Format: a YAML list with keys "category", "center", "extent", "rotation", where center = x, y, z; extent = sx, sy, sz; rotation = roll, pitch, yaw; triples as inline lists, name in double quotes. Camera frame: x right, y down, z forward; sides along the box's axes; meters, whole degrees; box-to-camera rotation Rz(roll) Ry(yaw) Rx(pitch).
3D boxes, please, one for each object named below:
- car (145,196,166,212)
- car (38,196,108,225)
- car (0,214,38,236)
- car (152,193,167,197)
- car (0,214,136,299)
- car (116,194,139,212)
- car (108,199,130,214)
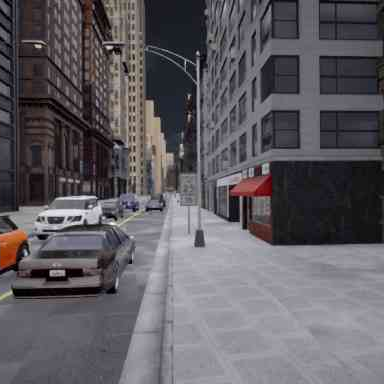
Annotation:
- category: "car"
  center: [-4.330, 1.534, 38.772]
  extent: [1.994, 1.385, 4.181]
  rotation: [-1, 0, -3]
- category: "car"
  center: [-6.259, 1.240, 17.587]
  extent: [2.150, 2.045, 5.566]
  rotation: [-1, 0, -3]
- category: "car"
  center: [-5.696, 1.379, 7.808]
  extent: [2.097, 1.767, 4.553]
  rotation: [-1, 0, -3]
- category: "car"
  center: [-4.969, 1.179, 48.861]
  extent: [2.150, 2.045, 5.566]
  rotation: [-1, 0, -3]
- category: "car"
  center: [-2.639, 1.546, 8.659]
  extent: [2.033, 1.411, 5.357]
  rotation: [-1, 0, -3]
- category: "car"
  center: [-7.432, 1.219, 38.611]
  extent: [2.150, 2.045, 5.566]
  rotation: [-1, 0, -3]
- category: "car"
  center: [-6.851, 1.557, 27.889]
  extent: [2.033, 1.411, 5.357]
  rotation: [-1, 0, -3]
